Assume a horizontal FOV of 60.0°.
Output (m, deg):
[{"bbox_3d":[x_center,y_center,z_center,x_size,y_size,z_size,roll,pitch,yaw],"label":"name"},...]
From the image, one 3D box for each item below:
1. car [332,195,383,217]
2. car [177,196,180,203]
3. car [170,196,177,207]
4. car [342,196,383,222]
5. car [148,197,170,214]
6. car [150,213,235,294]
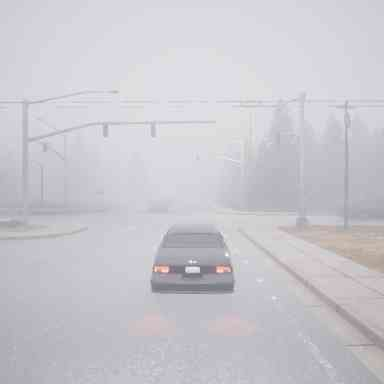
[{"bbox_3d":[15.536,1.248,29.592,5.566,2.045,2.150,0,0,1],"label":"car"},{"bbox_3d":[-3.540,1.492,67.040,2.128,1.511,4.902,0,0,1],"label":"car"},{"bbox_3d":[-3.696,1.505,50.401,1.837,1.490,4.892,0,0,0],"label":"car"},{"bbox_3d":[14.618,1.379,25.880,4.553,1.767,2.097,0,0,1],"label":"car"},{"bbox_3d":[-3.629,1.528,36.027,1.812,1.442,4.674,0,0,-2],"label":"car"},{"bbox_3d":[0.031,1.545,8.940,2.033,1.411,5.357,0,0,0],"label":"car"}]
